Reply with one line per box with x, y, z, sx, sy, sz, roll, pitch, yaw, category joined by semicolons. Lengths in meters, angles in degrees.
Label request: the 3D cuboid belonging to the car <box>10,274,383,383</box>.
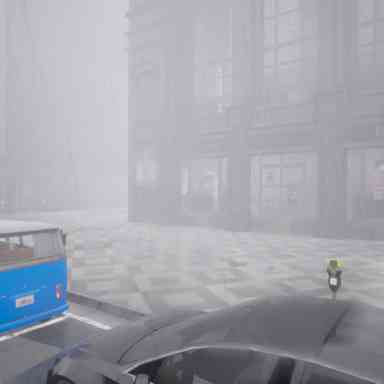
0.671;1.566;2.594;4.313;1.339;1.947;0;0;36;car

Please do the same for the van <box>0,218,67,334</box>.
-3.922;1.340;5.882;3.998;1.788;1.690;0;0;36;van
